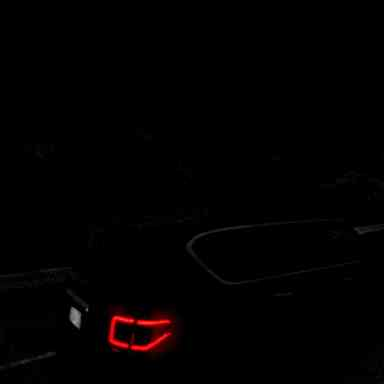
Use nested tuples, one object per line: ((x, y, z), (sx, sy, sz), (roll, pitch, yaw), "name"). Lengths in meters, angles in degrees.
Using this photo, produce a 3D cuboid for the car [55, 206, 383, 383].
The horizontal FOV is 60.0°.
((1.094, 1.220, 4.622), (5.566, 2.045, 2.150), (0, 0, -36), "car")
